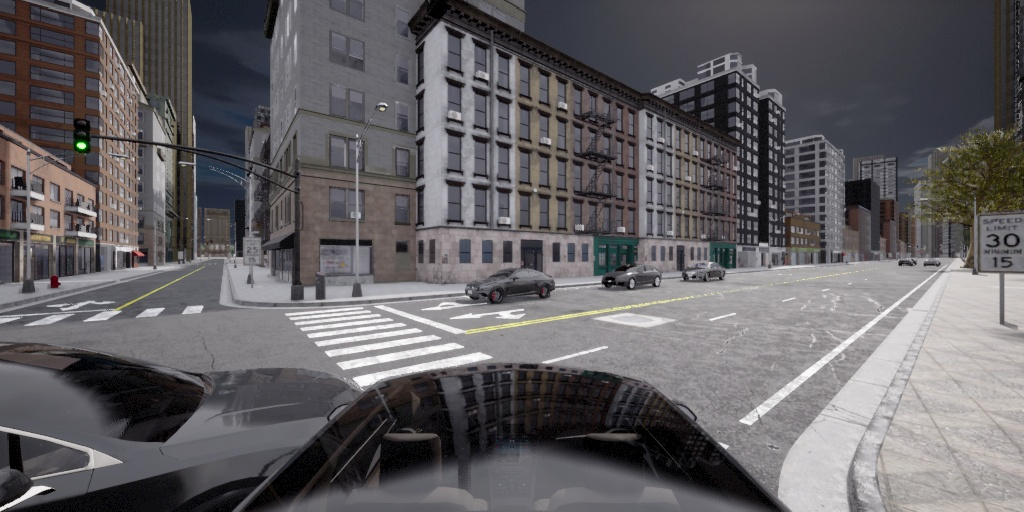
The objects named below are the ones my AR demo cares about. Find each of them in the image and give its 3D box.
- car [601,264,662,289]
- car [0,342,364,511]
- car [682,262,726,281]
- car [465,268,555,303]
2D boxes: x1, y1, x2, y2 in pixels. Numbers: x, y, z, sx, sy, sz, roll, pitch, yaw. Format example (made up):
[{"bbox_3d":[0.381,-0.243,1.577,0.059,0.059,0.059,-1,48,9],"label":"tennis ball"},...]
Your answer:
[{"bbox_3d":[7.739,1.259,22.983,4.892,1.490,1.837,0,0,-39],"label":"car"},{"bbox_3d":[-3.216,1.257,1.828,4.892,1.490,1.837,0,0,-34],"label":"car"},{"bbox_3d":[15.773,1.237,29.423,4.902,1.511,2.128,0,0,-39],"label":"car"},{"bbox_3d":[0.024,1.287,16.787,4.674,1.442,1.812,0,0,-39],"label":"car"}]
